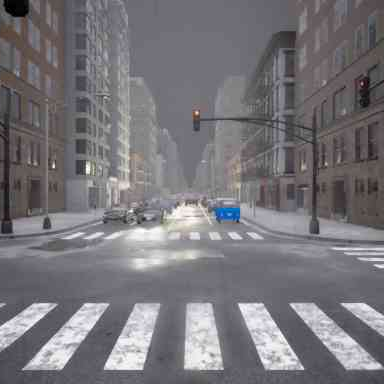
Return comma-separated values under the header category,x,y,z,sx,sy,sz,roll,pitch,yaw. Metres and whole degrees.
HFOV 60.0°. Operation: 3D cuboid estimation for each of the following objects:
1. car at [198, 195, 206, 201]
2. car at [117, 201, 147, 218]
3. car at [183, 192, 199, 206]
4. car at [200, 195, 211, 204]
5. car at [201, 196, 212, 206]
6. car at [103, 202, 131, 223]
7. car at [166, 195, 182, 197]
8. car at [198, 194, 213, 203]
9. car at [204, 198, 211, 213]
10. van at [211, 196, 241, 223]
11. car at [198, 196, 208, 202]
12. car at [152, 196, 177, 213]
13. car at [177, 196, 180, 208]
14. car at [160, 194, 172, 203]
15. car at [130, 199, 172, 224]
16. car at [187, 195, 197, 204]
category,x,y,z,sx,sy,sz,roll,pitch,yaw
car,2.513,1.530,87.421,1.947,1.339,4.313,0,0,0
car,-5.432,1.543,30.589,1.887,1.381,4.507,0,0,0
car,-0.079,1.340,55.023,2.097,1.767,4.553,0,0,0
car,2.545,1.421,64.696,1.967,1.590,4.097,0,0,0
car,2.569,1.576,47.653,1.802,1.307,4.206,0,0,0
car,-5.424,1.549,24.907,2.008,1.369,4.403,0,0,0
car,-2.882,1.554,53.150,1.994,1.385,4.181,0,0,1
car,2.561,1.305,53.334,2.192,1.841,5.009,0,0,0
car,2.585,1.580,36.290,1.802,1.307,4.206,0,0,0
van,2.601,1.340,24.927,1.690,1.788,3.998,0,0,0
car,2.529,1.524,76.059,2.008,1.369,4.403,0,0,0
car,-2.899,1.476,33.902,1.882,1.535,5.008,0,0,0
car,-2.909,1.560,43.127,1.994,1.385,4.181,0,0,0
car,-5.488,1.292,70.362,2.192,1.841,5.009,0,0,0
car,-2.872,1.490,24.459,2.128,1.511,4.902,0,0,-1
car,-0.093,1.459,65.055,1.882,1.535,5.008,0,0,0
